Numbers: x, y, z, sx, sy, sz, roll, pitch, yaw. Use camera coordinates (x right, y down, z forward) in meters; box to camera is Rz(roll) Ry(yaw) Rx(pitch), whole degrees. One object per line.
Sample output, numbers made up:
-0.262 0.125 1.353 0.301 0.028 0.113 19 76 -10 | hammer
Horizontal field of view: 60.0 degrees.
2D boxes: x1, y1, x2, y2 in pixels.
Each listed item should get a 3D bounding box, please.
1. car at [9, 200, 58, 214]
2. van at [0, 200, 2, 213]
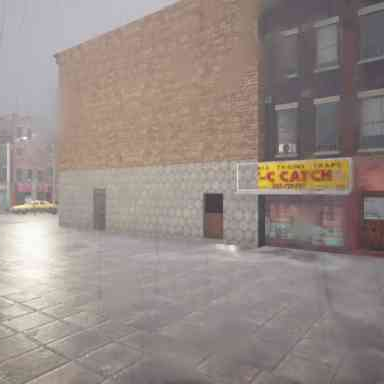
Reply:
-16.579 1.524 35.005 1.752 1.417 4.829 0 0 36 | car
-19.752 1.344 30.583 1.690 1.788 3.998 0 0 36 | van
